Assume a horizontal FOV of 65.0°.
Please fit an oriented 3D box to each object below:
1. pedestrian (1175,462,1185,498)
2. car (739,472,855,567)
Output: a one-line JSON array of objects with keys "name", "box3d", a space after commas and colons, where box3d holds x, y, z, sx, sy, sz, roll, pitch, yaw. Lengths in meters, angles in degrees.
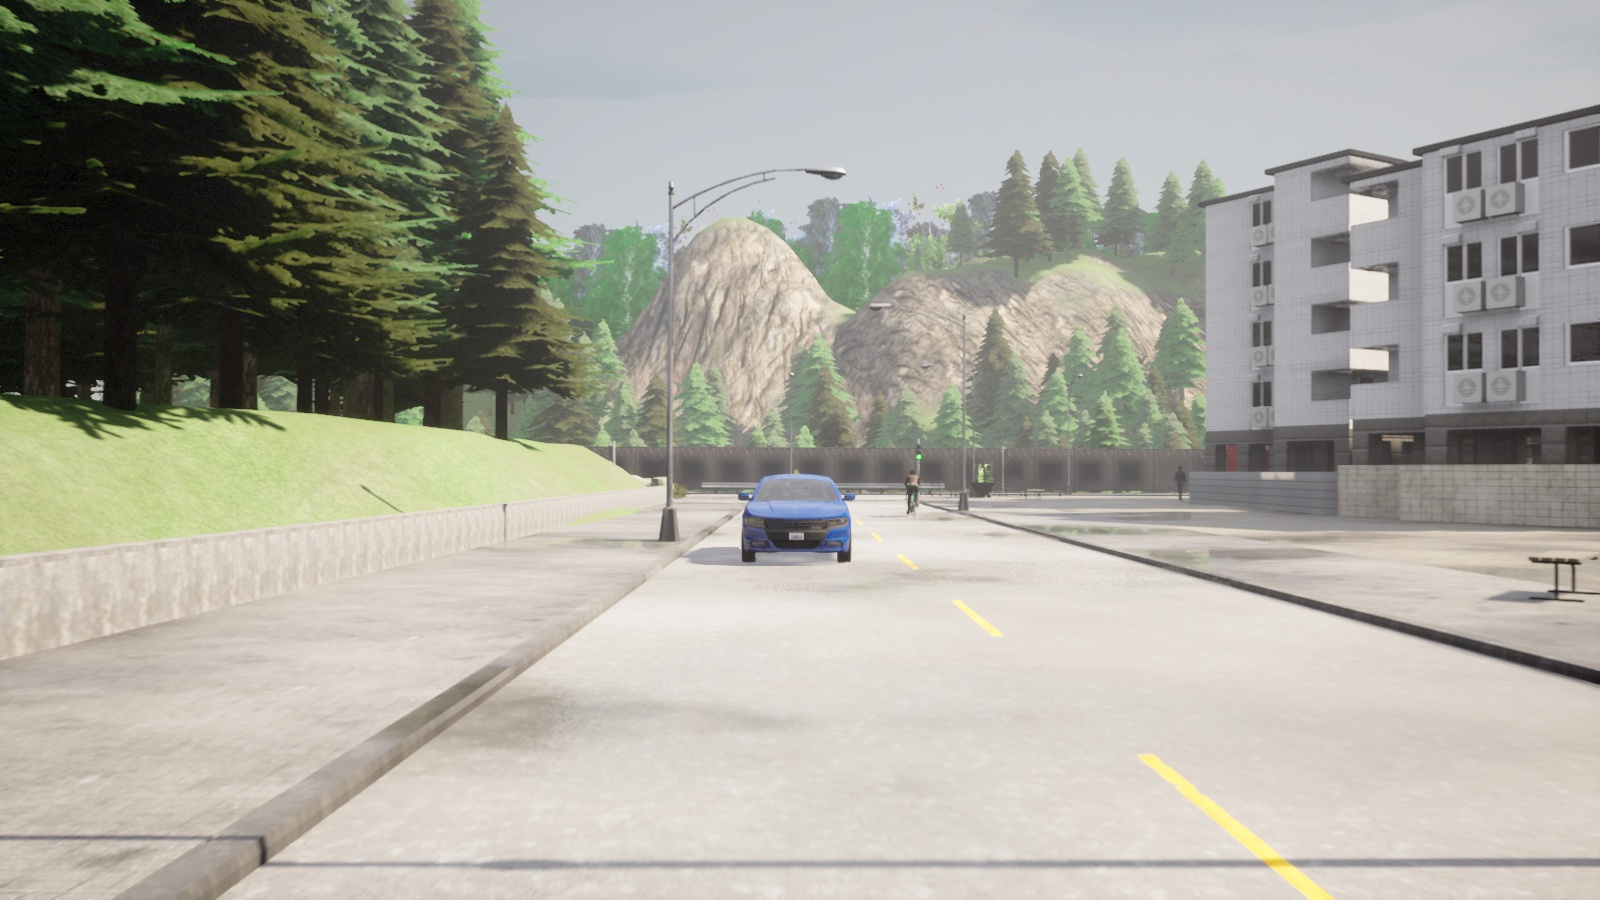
[{"name": "pedestrian", "box3d": [19.348, 1.518, 63.941, 0.353, 1.847, 0.614, -1, -1, 27]}, {"name": "car", "box3d": [-0.053, 1.177, 22.959, 1.882, 1.535, 5.008, 0, -1, 0]}]
